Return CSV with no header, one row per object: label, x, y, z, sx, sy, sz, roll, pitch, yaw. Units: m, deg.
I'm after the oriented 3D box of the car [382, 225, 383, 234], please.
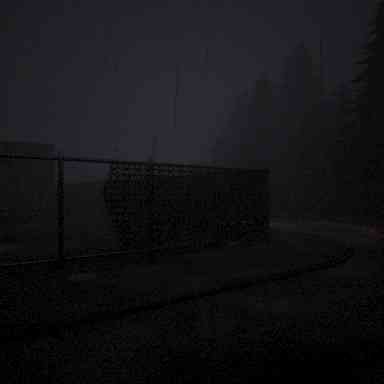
car,11.089,1.351,14.646,4.553,1.767,2.097,0,0,43
